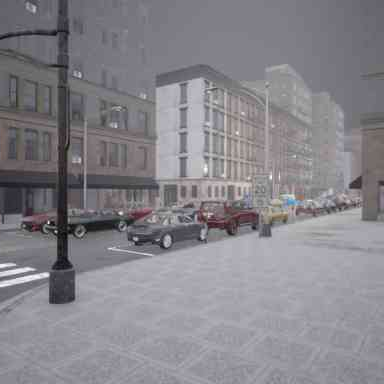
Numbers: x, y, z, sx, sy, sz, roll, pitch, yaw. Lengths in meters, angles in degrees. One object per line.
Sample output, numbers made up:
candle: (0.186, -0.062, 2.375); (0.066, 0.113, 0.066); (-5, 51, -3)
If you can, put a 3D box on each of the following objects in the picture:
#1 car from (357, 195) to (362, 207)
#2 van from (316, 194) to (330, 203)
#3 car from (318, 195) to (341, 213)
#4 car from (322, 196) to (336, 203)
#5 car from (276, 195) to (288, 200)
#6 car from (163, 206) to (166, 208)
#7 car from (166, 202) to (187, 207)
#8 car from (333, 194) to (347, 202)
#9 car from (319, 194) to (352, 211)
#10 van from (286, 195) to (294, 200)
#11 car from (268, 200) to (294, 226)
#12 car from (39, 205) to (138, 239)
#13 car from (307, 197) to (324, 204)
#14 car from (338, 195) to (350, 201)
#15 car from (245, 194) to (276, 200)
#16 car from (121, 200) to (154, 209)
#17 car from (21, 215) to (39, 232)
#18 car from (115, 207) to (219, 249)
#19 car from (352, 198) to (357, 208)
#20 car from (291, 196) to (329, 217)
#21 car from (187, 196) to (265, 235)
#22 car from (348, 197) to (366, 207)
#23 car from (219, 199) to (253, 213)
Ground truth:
car: (23.975, 1.606, 49.995); (1.947, 1.339, 4.313); (0, 0, 35)
van: (26.741, 1.348, 67.886); (1.690, 1.788, 3.998); (0, 0, 35)
car: (14.644, 1.473, 36.717); (1.967, 1.590, 4.097); (0, 0, 35)
car: (29.851, 1.554, 72.312); (1.887, 1.381, 4.507); (0, 0, 35)
car: (11.090, 1.521, 45.619); (1.752, 1.417, 4.829); (0, 0, 35)
car: (-1.253, 1.539, 28.056); (2.008, 1.369, 4.403); (0, 0, 35)
car: (0.430, 1.505, 26.041); (1.837, 1.490, 4.892); (0, 0, 35)
car: (36.073, 1.326, 81.163); (2.192, 1.841, 5.009); (0, 0, 35)
car: (17.755, 1.350, 41.143); (2.192, 1.841, 5.009); (0, 0, 35)
van: (14.300, 1.339, 50.183); (1.690, 1.788, 3.998); (0, 0, 35)
car: (5.410, 1.553, 23.580); (1.752, 1.417, 4.829); (0, 0, 35)
car: (-5.329, 1.598, 17.843); (1.895, 1.301, 4.718); (0, 0, 32)
car: (23.630, 1.571, 63.461); (1.947, 1.339, 4.313); (0, 0, 35)
car: (39.183, 1.556, 85.590); (1.887, 1.381, 4.507); (0, 0, 35)
car: (6.403, 1.225, 34.512); (2.150, 2.045, 5.566); (0, 0, 35)
car: (-4.364, 1.426, 23.629); (1.967, 1.590, 4.097); (0, 0, 35)
car: (-7.474, 1.529, 19.204); (1.887, 1.381, 4.507); (0, 0, 35)
car: (-0.909, 1.575, 14.590); (2.008, 1.369, 4.403); (0, 0, 35)
car: (20.864, 1.620, 45.569); (1.802, 1.307, 4.206); (0, 0, 35)
car: (11.533, 1.471, 32.292); (1.967, 1.590, 4.097); (0, 0, 35)
car: (2.202, 1.341, 19.014); (2.192, 1.841, 5.009); (0, 0, 35)
car: (27.085, 1.593, 54.420); (2.008, 1.369, 4.403); (0, 0, 35)
car: (4.967, 1.536, 36.907); (1.887, 1.381, 4.507); (0, 0, 35)
